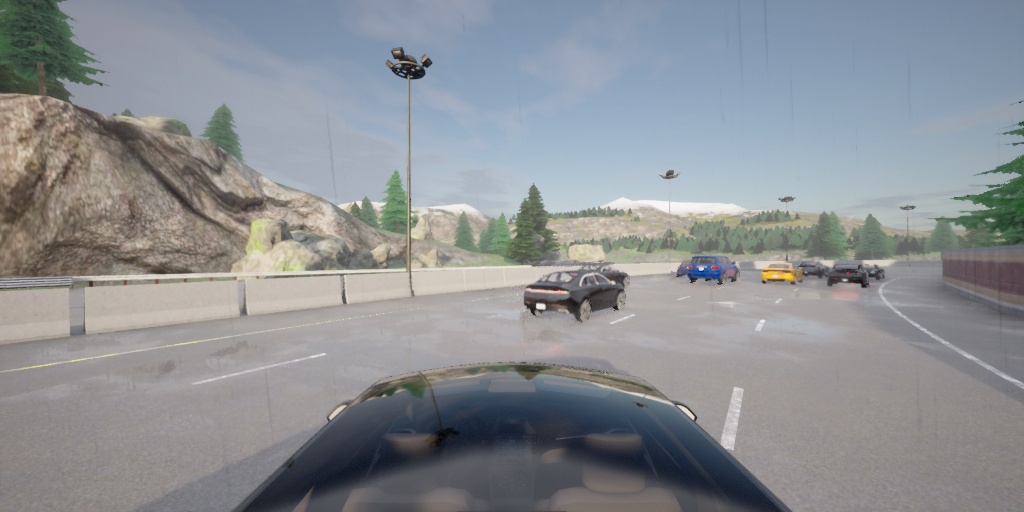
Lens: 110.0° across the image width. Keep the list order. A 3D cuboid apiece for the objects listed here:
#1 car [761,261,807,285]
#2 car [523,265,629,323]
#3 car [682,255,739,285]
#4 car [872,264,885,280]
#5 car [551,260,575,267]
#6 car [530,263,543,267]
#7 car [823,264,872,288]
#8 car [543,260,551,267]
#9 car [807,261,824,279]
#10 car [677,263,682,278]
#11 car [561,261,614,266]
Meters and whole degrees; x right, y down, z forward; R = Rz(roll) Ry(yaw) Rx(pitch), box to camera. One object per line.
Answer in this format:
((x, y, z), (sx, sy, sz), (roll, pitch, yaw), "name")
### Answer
((19.829, 1.228, 26.253), (5.008, 1.535, 1.882), (0, 0, -43), "car")
((2.314, 1.242, 12.325), (2.128, 1.511, 4.902), (0, 0, 38), "car")
((14.886, 0.972, 26.429), (5.566, 2.045, 2.150), (0, 0, -45), "car")
((30.486, 1.351, 30.790), (4.718, 1.301, 1.895), (0, 0, -39), "car")
((7.461, 1.243, 43.665), (4.902, 1.511, 2.128), (0, 0, -41), "car")
((4.967, 1.298, 50.802), (5.357, 1.411, 2.033), (0, 0, -41), "car")
((22.524, 1.255, 23.984), (4.892, 1.490, 1.837), (0, 0, -43), "car")
((7.020, 1.298, 47.944), (5.357, 1.411, 2.033), (0, 0, -41), "car")
((27.802, 1.241, 33.098), (4.902, 1.511, 2.128), (0, 0, -39), "car")
((17.162, 1.102, 33.285), (4.553, 1.767, 2.097), (0, 0, -42), "car")
((5.326, 1.241, 21.446), (2.128, 1.511, 4.902), (0, 0, 41), "car")
